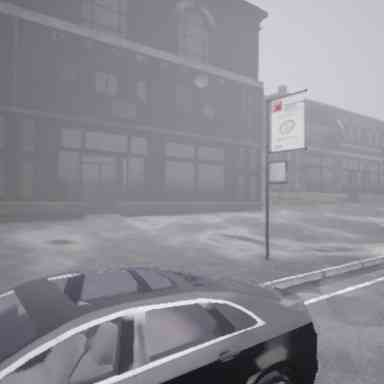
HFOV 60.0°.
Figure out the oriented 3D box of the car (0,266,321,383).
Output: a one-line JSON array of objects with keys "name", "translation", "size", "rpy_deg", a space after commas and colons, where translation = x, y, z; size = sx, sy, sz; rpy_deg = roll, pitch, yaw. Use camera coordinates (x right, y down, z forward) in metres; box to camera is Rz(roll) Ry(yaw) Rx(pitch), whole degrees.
[{"name": "car", "translation": [-0.987, 1.492, 2.673], "size": [4.902, 1.511, 2.128], "rpy_deg": [0, 0, -35]}]
